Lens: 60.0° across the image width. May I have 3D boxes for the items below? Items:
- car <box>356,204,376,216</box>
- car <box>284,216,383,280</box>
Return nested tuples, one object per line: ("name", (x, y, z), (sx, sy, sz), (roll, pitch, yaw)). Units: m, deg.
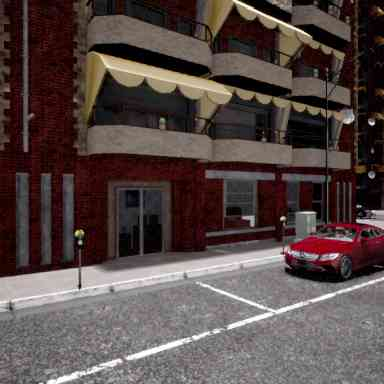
("car", (15.520, 1.806, 32.910), (2.128, 1.511, 4.902), (0, -1, -36))
("car", (4.569, 1.582, 9.867), (4.206, 1.307, 1.802), (0, 0, -35))
